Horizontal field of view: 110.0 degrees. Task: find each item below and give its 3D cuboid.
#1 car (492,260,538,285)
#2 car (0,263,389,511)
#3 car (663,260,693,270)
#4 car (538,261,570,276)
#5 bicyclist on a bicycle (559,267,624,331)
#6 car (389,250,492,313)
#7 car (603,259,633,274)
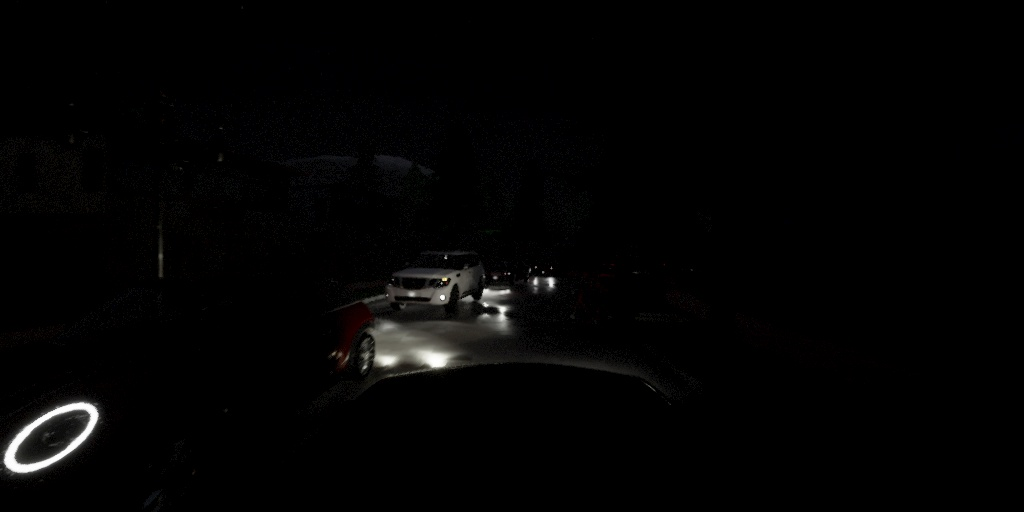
[{"bbox_3d":[-0.171,1.002,23.338,2.128,1.511,4.902,1,1,19],"label":"car"},{"bbox_3d":[-3.349,1.004,3.988,2.097,1.767,4.553,1,1,3],"label":"car"},{"bbox_3d":[23.229,1.260,50.220,5.357,1.411,2.033,1,1,-38],"label":"car"},{"bbox_3d":[3.710,1.092,32.721,1.895,1.301,4.718,2,1,28],"label":"car"},{"bbox_3d":[2.039,1.114,9.190,1.656,1.620,0.582,2,1,5],"label":"bicyclist on a bicycle"},{"bbox_3d":[-2.570,0.787,13.564,2.150,2.045,5.566,1,1,10],"label":"car"},{"bbox_3d":[11.210,1.072,37.757,1.882,1.535,5.008,2,1,35],"label":"car"}]
